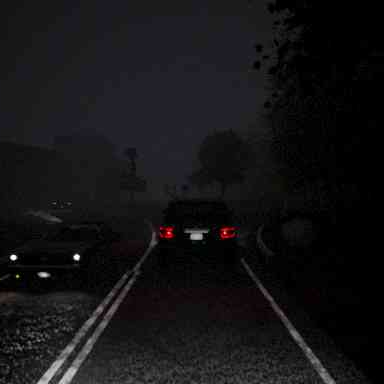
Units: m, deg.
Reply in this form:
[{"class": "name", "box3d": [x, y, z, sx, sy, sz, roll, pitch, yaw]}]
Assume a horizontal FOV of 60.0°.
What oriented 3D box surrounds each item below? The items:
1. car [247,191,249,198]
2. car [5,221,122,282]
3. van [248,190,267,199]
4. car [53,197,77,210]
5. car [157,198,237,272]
[{"class": "car", "box3d": [18.325, 1.128, 91.660, 4.792, 1.488, 2.163, 0, 1, 1]}, {"class": "car", "box3d": [-3.423, 1.578, 9.799, 1.895, 1.301, 4.718, 0, 0, -1]}, {"class": "van", "box3d": [18.122, 0.939, 88.885, 4.442, 1.987, 1.878, 0, 1, 1]}, {"class": "car", "box3d": [-13.978, 1.264, 36.687, 1.895, 1.301, 4.718, 0, 0, -13]}, {"class": "car", "box3d": [0.211, 1.193, 10.880, 2.150, 2.045, 5.566, 0, 0, 2]}]
